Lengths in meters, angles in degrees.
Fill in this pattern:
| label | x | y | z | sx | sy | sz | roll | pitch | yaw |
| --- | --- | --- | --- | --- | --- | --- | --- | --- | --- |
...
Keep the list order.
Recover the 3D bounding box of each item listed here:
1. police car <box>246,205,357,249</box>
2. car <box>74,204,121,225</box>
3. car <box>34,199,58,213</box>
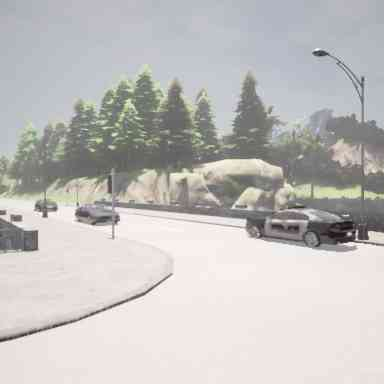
| label | x | y | z | sx | sy | sz | roll | pitch | yaw |
| --- | --- | --- | --- | --- | --- | --- | --- | --- | --- |
| police car | 4.597 | 1.431 | 14.966 | 1.930 | 1.638 | 5.238 | 0 | 0 | -35 |
| car | -7.014 | 1.552 | 24.221 | 2.033 | 1.411 | 5.357 | 0 | 0 | -35 |
| car | -16.539 | 1.496 | 37.642 | 2.128 | 1.511 | 4.902 | 0 | 0 | -35 |
